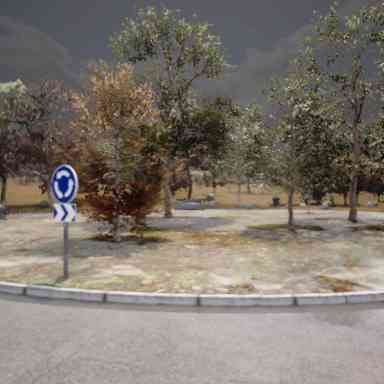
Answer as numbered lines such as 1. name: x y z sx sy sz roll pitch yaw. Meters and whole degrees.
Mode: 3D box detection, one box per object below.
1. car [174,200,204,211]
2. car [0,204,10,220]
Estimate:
1. car: -0.677 1.629 40.110 4.181 1.385 1.994 0 0 -4
2. car: -16.795 1.562 26.264 1.837 1.490 4.892 -1 0 15
